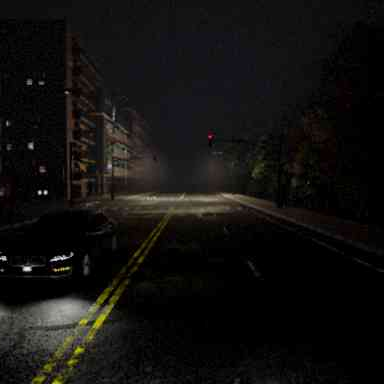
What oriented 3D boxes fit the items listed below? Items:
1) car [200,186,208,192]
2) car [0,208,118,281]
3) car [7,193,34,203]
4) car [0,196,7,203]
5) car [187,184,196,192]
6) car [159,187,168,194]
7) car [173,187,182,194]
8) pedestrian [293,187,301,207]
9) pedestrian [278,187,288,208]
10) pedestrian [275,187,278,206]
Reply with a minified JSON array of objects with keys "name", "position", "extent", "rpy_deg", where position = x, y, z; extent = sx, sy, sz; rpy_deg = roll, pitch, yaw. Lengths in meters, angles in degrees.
[{"name":"car","position":[3.195,-0.655,85.670],"extent":[1.837,1.490,4.892],"rpy_deg":[0,1,0]},{"name":"car","position":[-3.353,1.268,9.188],"extent":[1.837,1.490,4.892],"rpy_deg":[0,1,0]},{"name":"car","position":[-22.817,0.741,43.296],"extent":[4.206,1.307,1.802],"rpy_deg":[-1,2,-1]},{"name":"car","position":[-22.693,0.701,34.642],"extent":[5.009,1.841,2.192],"rpy_deg":[-1,2,-1]},{"name":"car","position":[-0.056,-0.931,85.693],"extent":[2.150,2.045,5.566],"rpy_deg":[0,1,0]},{"name":"car","position":[-6.550,-0.385,76.557],"extent":[2.033,1.411,5.357],"rpy_deg":[0,1,0]},{"name":"car","position":[-3.299,-0.447,76.557],"extent":[1.882,1.535,5.008],"rpy_deg":[0,1,0]},{"name":"pedestrian","position":[9.042,0.414,28.885],"extent":[0.375,1.860,0.375],"rpy_deg":[0,2,0]},{"name":"pedestrian","position":[7.746,0.424,28.204],"extent":[0.375,1.860,0.375],"rpy_deg":[0,2,0]},{"name":"pedestrian","position":[7.627,0.392,29.484],"extent":[0.375,1.860,0.375],"rpy_deg":[0,2,0]}]
